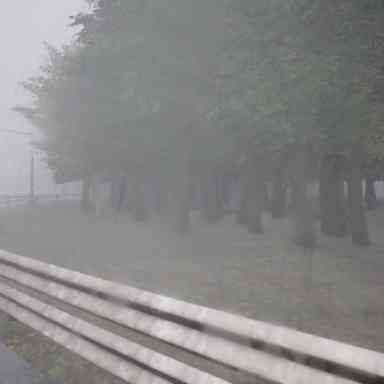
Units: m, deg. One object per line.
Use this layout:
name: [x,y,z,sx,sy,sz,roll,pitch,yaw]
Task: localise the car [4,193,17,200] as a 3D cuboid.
car: [-42.106,1.057,76.755,2.128,1.511,4.902,0,1,10]
